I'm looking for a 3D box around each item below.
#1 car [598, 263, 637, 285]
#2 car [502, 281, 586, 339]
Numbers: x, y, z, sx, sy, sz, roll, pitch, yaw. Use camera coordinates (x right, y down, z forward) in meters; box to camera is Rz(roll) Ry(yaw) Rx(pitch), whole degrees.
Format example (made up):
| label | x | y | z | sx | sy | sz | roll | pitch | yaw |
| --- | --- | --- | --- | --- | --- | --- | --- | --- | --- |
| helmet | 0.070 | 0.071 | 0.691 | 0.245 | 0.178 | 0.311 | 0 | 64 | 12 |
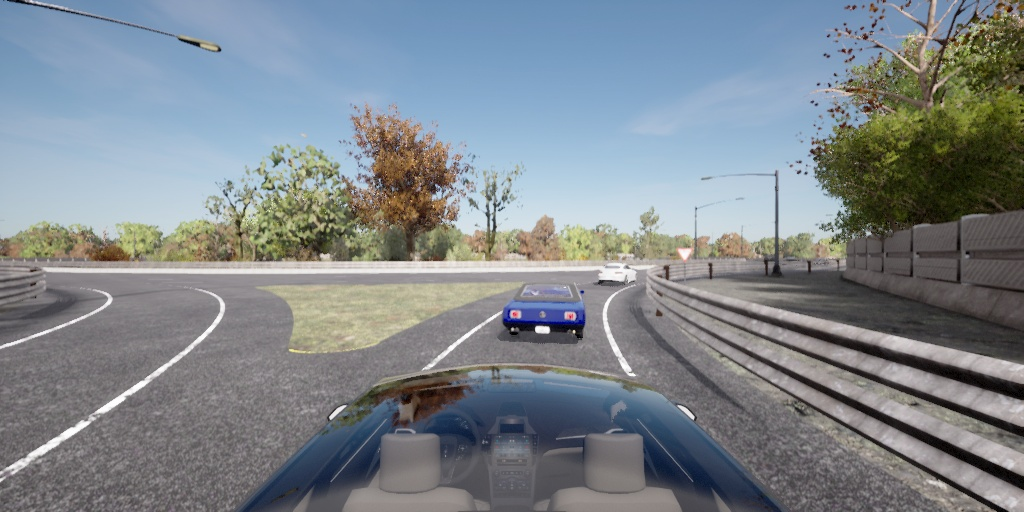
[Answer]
| label | x | y | z | sx | sy | sz | roll | pitch | yaw |
| --- | --- | --- | --- | --- | --- | --- | --- | --- | --- |
| car | 7.535 | 1.242 | 25.467 | 1.812 | 1.442 | 4.674 | 0 | 0 | 32 |
| car | 1.090 | 1.339 | 10.133 | 1.895 | 1.301 | 4.718 | 0 | 0 | 11 |
